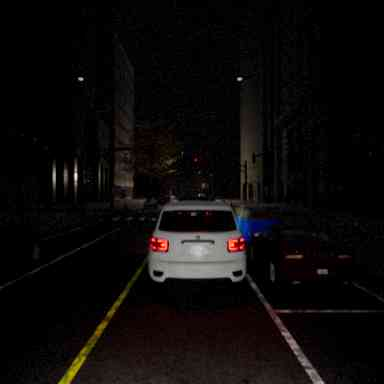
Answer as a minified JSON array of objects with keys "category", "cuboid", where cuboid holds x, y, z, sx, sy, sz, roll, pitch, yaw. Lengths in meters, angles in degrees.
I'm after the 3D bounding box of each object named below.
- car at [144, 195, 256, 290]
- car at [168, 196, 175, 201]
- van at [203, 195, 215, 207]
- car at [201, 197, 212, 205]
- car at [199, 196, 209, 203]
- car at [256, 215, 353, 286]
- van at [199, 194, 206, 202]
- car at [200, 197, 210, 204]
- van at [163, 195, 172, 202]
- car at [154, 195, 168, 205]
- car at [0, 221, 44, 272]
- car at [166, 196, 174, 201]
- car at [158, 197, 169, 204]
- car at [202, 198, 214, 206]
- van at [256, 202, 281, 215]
[{"category":"car","cuboid":[0.100,1.235,9.247,2.150,2.045,5.566,0,0,0]},{"category":"car","cuboid":[-5.851,1.730,94.811,1.752,1.417,4.829,0,0,0]},{"category":"van","cuboid":[2.715,1.435,52.784,1.690,1.788,3.998,0,0,0]},{"category":"car","cuboid":[2.704,1.664,63.610,1.887,1.381,4.507,0,0,0]},{"category":"car","cuboid":[2.694,1.698,74.437,2.008,1.369,4.403,0,0,0]},{"category":"car","cuboid":[2.769,1.558,9.274,1.887,1.381,4.507,0,0,0]},{"category":"van","cuboid":[2.684,1.518,85.264,1.690,1.788,3.998,0,0,0]},{"category":"car","cuboid":[2.698,1.715,69.024,1.802,1.307,4.206,0,0,0]},{"category":"van","cuboid":[-5.835,1.501,79.114,1.690,1.788,3.998,0,0,0]},{"category":"car","cuboid":[-5.820,1.434,63.248,2.192,1.841,5.009,0,0,0]},{"category":"car","cuboid":[-5.786,1.558,9.285,1.887,1.381,4.507,0,0,0]},{"category":"car","cuboid":[-5.846,1.755,89.691,1.947,1.339,4.313,0,0,0]},{"category":"car","cuboid":[-5.826,1.683,68.536,2.008,1.369,4.403,0,0,0]},{"category":"car","cuboid":[2.709,1.673,58.197,1.947,1.339,4.313,0,0,0]},{"category":"van","cuboid":[2.765,1.363,14.800,1.690,1.788,3.998,0,0,0]}]
